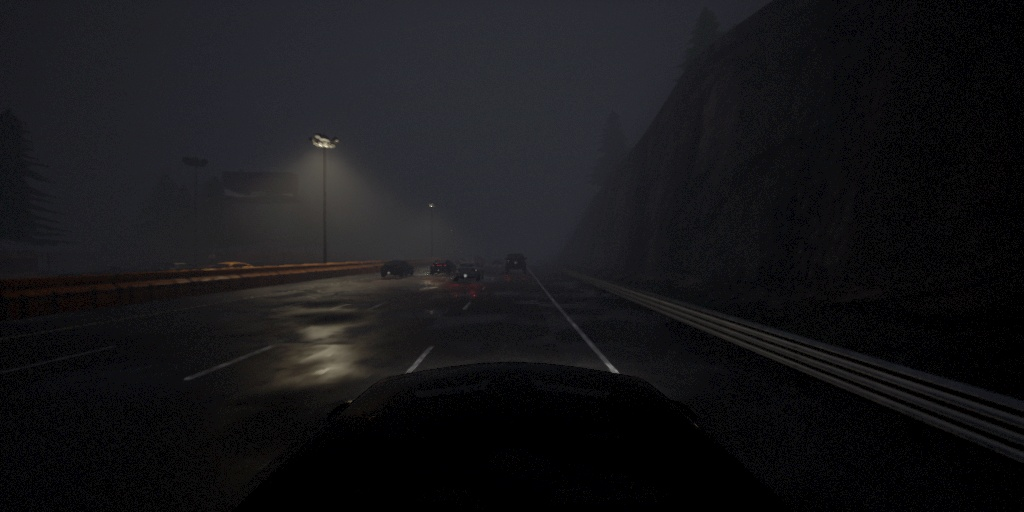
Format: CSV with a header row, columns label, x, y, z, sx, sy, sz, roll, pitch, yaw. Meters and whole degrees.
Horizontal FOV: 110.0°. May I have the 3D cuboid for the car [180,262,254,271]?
label,x,y,z,sx,sy,sz,roll,pitch,yaw
car,-20.851,1.198,26.263,1.882,1.535,5.008,0,0,1

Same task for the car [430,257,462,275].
label,x,y,z,sx,sy,sz,roll,pitch,yaw
car,-6.640,1.070,35.050,2.128,1.511,4.902,0,0,1

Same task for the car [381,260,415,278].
label,x,y,z,sx,sy,sz,roll,pitch,yaw
car,-10.180,1.112,32.157,1.837,1.490,4.892,0,0,1

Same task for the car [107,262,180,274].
label,x,y,z,sx,sy,sz,roll,pitch,yaw
car,-24.379,1.186,25.113,2.128,1.511,4.902,0,0,1

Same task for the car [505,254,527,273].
label,x,y,z,sx,sy,sz,roll,pitch,yaw
car,0.416,0.754,38.862,2.150,2.045,5.566,0,0,1

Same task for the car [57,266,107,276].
label,x,y,z,sx,sy,sz,roll,pitch,yaw
car,-27.885,1.307,24.820,1.895,1.301,4.718,0,0,1

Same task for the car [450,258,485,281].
label,x,y,z,sx,sy,sz,roll,pitch,yaw
car,-3.252,1.136,27.574,1.812,1.442,4.674,0,0,1
